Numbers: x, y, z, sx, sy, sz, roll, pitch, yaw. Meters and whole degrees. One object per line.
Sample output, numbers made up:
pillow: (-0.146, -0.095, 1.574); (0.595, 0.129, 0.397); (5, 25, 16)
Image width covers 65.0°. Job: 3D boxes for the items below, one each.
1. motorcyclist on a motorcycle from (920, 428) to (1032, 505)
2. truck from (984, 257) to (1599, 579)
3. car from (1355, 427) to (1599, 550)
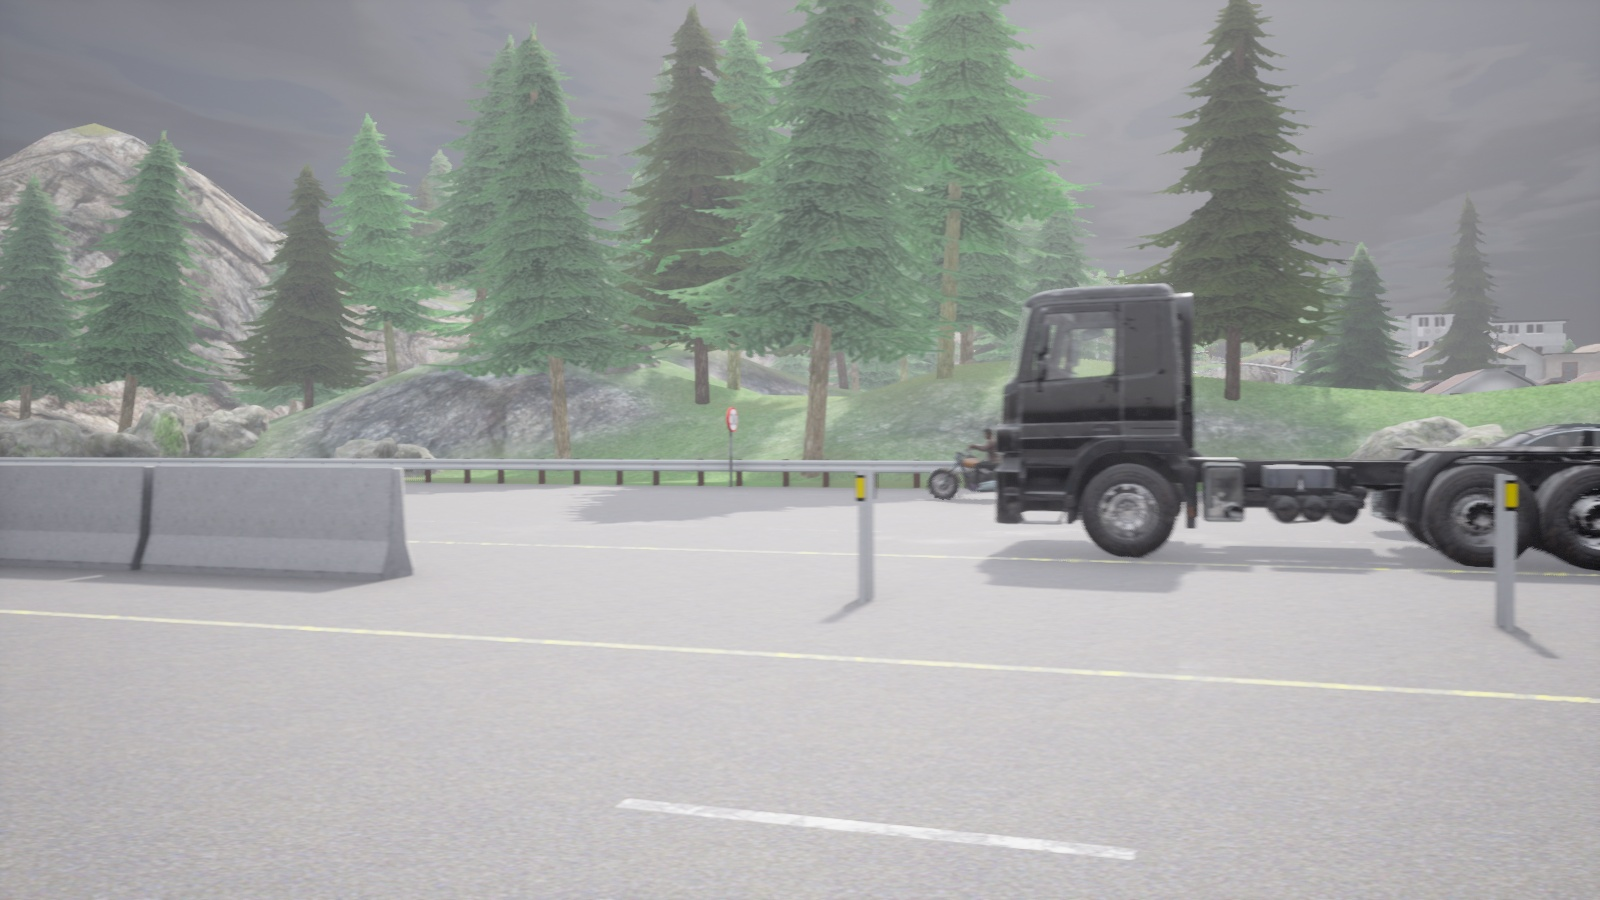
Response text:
motorcyclist on a motorcycle: (3.890, 0.350, 27.731); (2.350, 1.649, 0.766); (0, 1, 19)
truck: (6.525, -0.383, 15.753); (7.936, 3.462, 2.891); (0, 1, 19)
car: (10.729, 0.505, 18.045); (4.856, 1.649, 2.033); (0, 1, 19)
